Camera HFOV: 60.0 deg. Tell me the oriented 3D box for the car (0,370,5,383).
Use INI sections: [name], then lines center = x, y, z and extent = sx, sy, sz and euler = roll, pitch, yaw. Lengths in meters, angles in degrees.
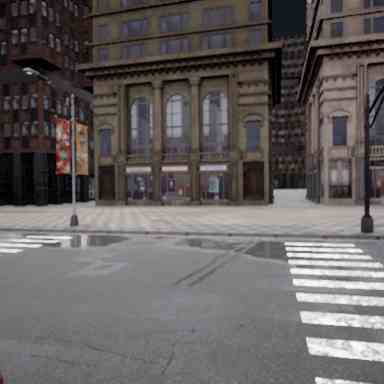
[car]
center = -3.676, 1.367, 2.297
extent = 4.553, 1.767, 2.097
euler = -1, 1, 14
